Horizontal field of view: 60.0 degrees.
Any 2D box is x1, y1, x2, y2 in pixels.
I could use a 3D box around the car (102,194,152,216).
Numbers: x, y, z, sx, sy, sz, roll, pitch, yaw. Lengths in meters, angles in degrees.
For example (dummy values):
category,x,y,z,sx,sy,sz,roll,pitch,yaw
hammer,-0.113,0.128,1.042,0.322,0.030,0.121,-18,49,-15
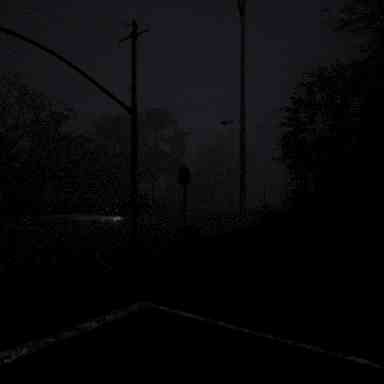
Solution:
category,x,y,z,sx,sy,sz,roll,pitch,yaw
car,-6.374,1.227,33.212,2.150,2.045,5.566,0,1,32
